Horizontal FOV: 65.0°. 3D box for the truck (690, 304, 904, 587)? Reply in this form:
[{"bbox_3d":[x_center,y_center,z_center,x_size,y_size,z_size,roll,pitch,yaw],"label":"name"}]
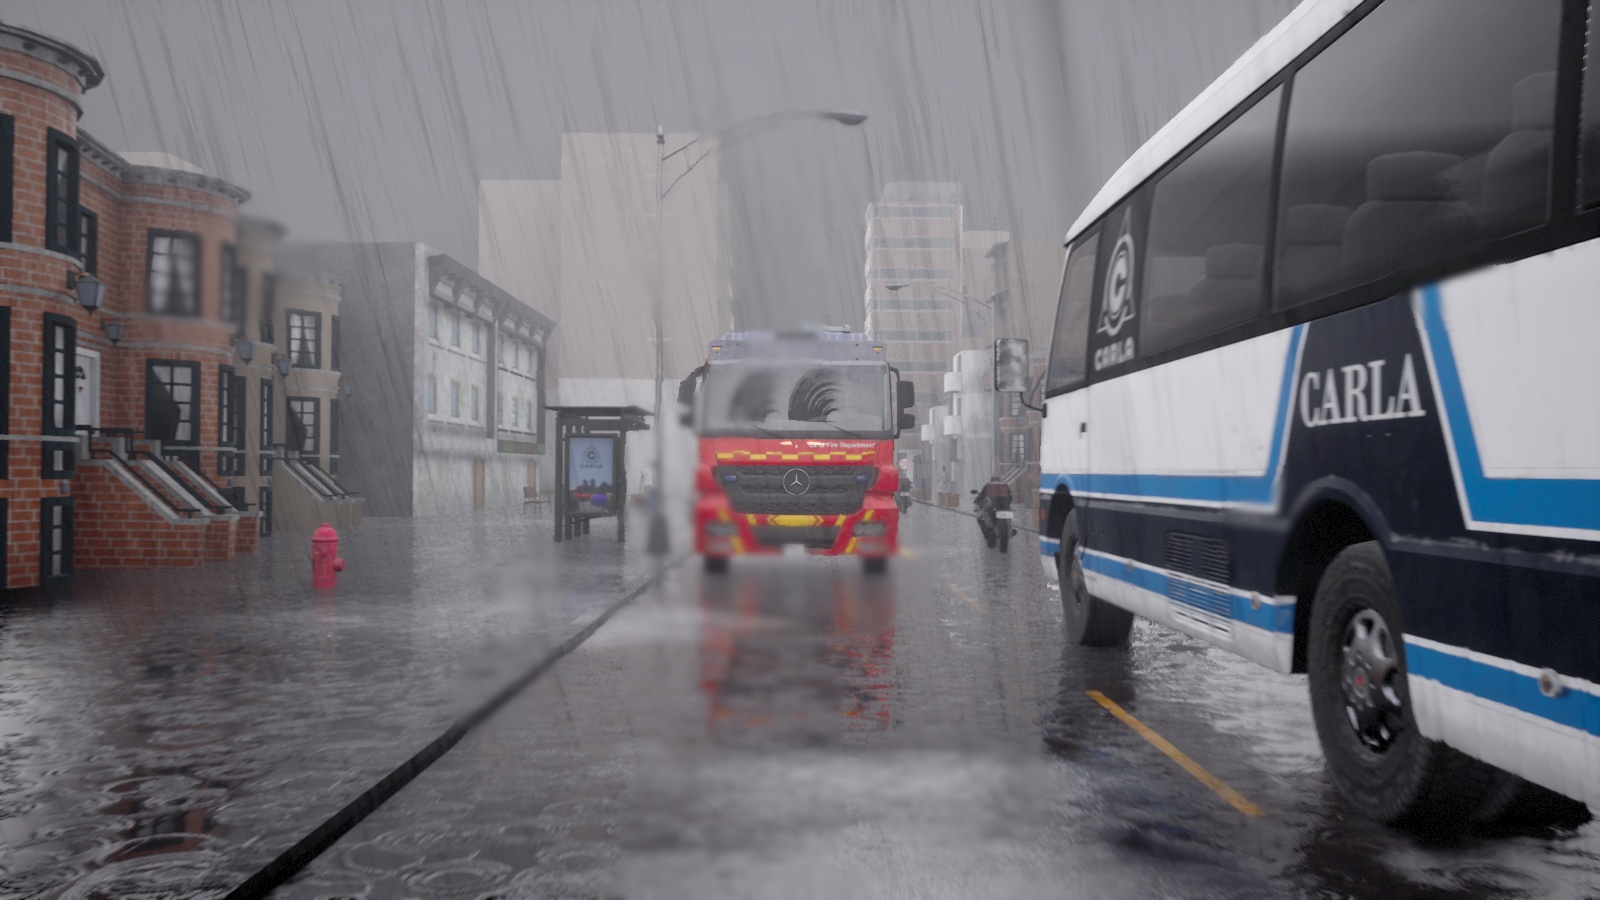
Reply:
[{"bbox_3d":[-0.054,0.006,21.232,2.891,3.827,8.468,0,-1,0],"label":"truck"}]

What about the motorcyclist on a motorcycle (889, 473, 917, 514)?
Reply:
[{"bbox_3d":[3.889,1.631,47.613,0.866,1.530,2.191,0,-1,0],"label":"motorcyclist on a motorcycle"}]

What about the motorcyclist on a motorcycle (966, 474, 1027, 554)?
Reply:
[{"bbox_3d":[3.941,1.259,25.366,0.866,1.530,2.191,0,-1,0],"label":"motorcyclist on a motorcycle"}]

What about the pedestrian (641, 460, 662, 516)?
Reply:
[{"bbox_3d":[-4.871,1.234,41.248,0.354,1.836,0.706,-1,-1,25],"label":"pedestrian"}]

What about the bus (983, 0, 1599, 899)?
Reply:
[{"bbox_3d":[3.975,-0.437,8.411,3.944,4.253,10.273,0,-1,0],"label":"bus"}]

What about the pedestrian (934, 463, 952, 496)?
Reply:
[{"bbox_3d":[8.371,1.719,73.349,0.874,1.855,0.900,0,-1,-5],"label":"pedestrian"}]
